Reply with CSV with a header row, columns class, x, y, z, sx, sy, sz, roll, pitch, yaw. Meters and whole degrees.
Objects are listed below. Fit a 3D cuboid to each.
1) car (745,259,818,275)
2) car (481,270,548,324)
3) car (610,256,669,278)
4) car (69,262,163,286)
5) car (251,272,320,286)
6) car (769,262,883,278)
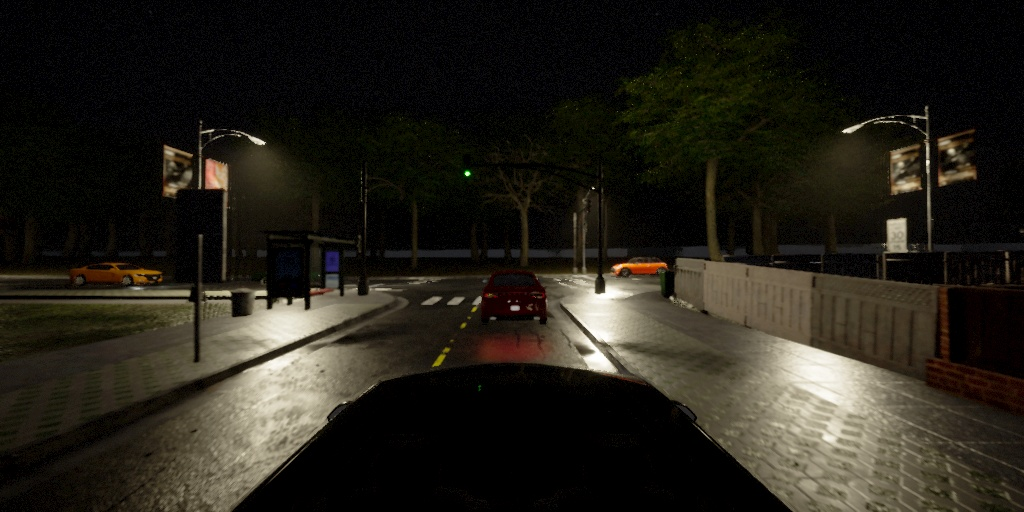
class,x,y,z,sx,sy,sz,roll,pitch,yaw
car,22.950,0.932,30.665,4.718,1.301,1.895,-1,-1,0
car,0.029,1.200,11.835,1.882,1.535,5.008,0,0,-1
car,10.804,0.903,30.693,4.553,1.767,2.097,-1,-1,0
car,-26.448,1.200,24.072,5.008,1.535,1.882,0,-1,0
car,-14.556,1.351,24.039,4.718,1.301,1.895,0,-1,3
car,18.273,0.785,20.787,5.357,1.411,2.033,-1,-1,1
